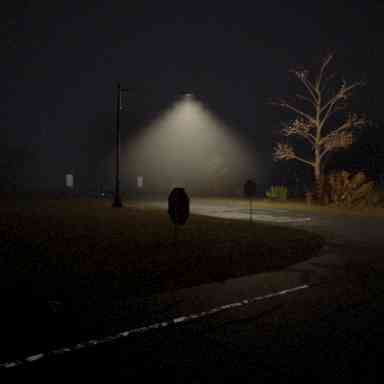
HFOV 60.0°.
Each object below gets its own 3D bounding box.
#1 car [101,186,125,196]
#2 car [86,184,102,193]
[{"bbox_3d":[-12.162,-0.184,52.364,1.994,1.385,4.181,0,2,-35],"label":"car"},{"bbox_3d":[-17.483,-0.691,59.841,2.097,1.767,4.553,0,2,-35],"label":"car"}]
